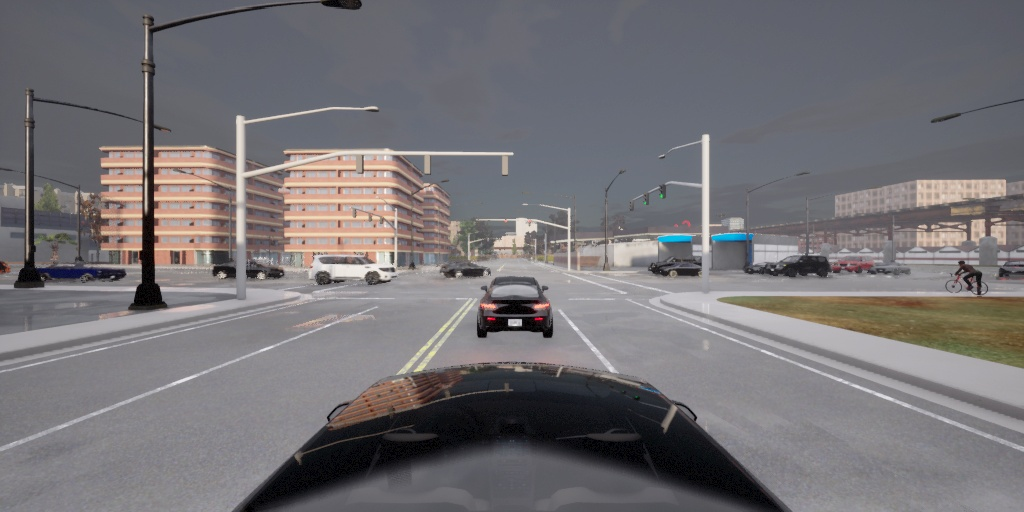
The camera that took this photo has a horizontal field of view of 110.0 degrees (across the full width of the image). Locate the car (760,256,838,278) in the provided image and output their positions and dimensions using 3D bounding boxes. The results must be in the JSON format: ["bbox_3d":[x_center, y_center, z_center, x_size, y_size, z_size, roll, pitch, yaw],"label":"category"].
[{"bbox_3d":[27.374,0.973,34.250,5.566,2.045,2.150,0,0,-7],"label":"car"}]

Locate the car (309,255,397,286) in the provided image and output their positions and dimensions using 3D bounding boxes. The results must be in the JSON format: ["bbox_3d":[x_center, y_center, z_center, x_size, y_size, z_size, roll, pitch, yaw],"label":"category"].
[{"bbox_3d":[-10.724,0.922,24.326,5.566,2.045,2.150,0,0,2],"label":"car"}]

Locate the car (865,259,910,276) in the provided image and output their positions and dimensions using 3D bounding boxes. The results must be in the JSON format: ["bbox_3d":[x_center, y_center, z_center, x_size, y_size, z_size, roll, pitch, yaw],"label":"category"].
[{"bbox_3d":[39.649,1.313,37.618,4.181,1.385,1.994,0,0,-24],"label":"car"}]

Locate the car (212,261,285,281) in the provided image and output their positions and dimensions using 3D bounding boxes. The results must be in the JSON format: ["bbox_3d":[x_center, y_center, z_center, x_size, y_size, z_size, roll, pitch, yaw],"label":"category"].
[{"bbox_3d":[-20.524,1.098,28.048,5.008,1.535,1.882,1,0,1],"label":"car"}]

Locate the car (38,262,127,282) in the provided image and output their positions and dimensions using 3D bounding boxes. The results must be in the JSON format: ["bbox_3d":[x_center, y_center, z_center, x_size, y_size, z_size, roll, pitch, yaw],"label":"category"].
[{"bbox_3d":[-29.692,1.094,24.720,4.718,1.301,1.895,1,0,1],"label":"car"}]

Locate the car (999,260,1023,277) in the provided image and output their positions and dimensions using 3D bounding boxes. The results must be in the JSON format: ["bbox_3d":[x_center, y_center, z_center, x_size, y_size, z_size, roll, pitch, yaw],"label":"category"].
[{"bbox_3d":[47.797,1.241,33.834,4.902,1.511,2.128,0,0,-30],"label":"car"}]

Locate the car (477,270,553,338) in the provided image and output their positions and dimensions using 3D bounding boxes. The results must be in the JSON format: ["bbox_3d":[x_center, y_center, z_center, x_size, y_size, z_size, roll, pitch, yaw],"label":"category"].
[{"bbox_3d":[0.075,1.276,10.079,1.812,1.442,4.674,0,0,0],"label":"car"}]

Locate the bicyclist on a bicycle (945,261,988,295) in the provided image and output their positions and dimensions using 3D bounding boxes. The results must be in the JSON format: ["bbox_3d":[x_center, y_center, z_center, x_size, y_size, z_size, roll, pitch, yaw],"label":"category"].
[{"bbox_3d":[21.913,1.050,17.313,0.582,1.620,1.656,0,0,0],"label":"bicyclist on a bicycle"}]

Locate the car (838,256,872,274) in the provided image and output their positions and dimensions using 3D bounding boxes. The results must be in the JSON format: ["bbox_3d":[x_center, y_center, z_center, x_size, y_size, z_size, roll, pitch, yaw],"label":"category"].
[{"bbox_3d":[39.450,0.972,41.293,5.566,2.045,2.150,0,0,-27],"label":"car"}]

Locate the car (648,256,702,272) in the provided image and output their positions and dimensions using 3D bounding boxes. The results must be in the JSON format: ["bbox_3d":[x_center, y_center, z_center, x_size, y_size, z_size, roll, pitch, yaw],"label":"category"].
[{"bbox_3d":[17.194,0.971,37.399,5.566,2.045,2.150,0,0,1],"label":"car"}]

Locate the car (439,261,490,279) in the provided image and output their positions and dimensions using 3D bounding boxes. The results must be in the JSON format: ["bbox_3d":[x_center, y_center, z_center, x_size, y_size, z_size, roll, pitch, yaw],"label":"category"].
[{"bbox_3d":[-4.066,1.222,31.597,4.892,1.490,1.837,0,2,-43],"label":"car"}]

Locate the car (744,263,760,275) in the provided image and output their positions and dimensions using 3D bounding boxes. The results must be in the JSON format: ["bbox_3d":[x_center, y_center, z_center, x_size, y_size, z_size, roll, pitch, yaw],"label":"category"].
[{"bbox_3d":[26.814,1.314,37.775,4.181,1.385,1.994,0,0,-8],"label":"car"}]

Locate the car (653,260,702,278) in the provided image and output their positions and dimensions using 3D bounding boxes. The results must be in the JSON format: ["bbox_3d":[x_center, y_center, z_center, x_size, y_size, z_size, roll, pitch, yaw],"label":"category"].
[{"bbox_3d":[16.105,1.314,33.965,4.181,1.385,1.994,0,0,0],"label":"car"}]

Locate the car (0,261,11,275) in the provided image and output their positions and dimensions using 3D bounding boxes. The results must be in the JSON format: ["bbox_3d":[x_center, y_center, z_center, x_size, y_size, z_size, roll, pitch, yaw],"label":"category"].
[{"bbox_3d":[-43.104,0.609,28.486,4.553,1.767,2.097,1,0,1],"label":"car"}]
